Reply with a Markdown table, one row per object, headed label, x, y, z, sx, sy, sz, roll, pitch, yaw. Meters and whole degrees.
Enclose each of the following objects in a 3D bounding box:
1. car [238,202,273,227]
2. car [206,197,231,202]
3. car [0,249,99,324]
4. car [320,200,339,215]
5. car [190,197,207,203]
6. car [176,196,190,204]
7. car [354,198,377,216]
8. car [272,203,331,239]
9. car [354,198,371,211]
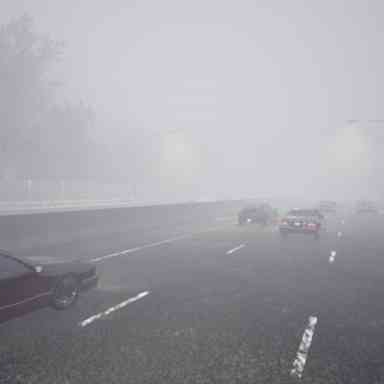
| label | x | y | z | sx | sy | sz | roll | pitch | yaw |
| --- | --- | --- | --- | --- | --- | --- | --- | --- | --- |
| car | 4.610 | 1.490 | 22.841 | 1.837 | 1.490 | 4.892 | 0 | 0 | 26 |
| car | 4.380 | 1.519 | 46.973 | 2.033 | 1.411 | 5.357 | 0 | 0 | 26 |
| car | -3.904 | 1.542 | 5.207 | 2.033 | 1.411 | 5.357 | 0 | 0 | 26 |
| car | 13.771 | 1.528 | 33.769 | 2.033 | 1.411 | 5.357 | 0 | 0 | 26 |
| car | 1.849 | 1.496 | 49.770 | 1.812 | 1.442 | 4.674 | 0 | 0 | 26 |
| car | -0.744 | 1.461 | 52.437 | 2.128 | 1.511 | 4.902 | 0 | 0 | 26 |
| car | 17.300 | 1.529 | 33.070 | 2.033 | 1.411 | 5.357 | 0 | 0 | 26 |
| car | 5.958 | 1.536 | 17.582 | 2.033 | 1.411 | 5.357 | 0 | 0 | 26 |
| car | 21.784 | 1.507 | 42.521 | 1.812 | 1.442 | 4.674 | 0 | 0 | 26 |
